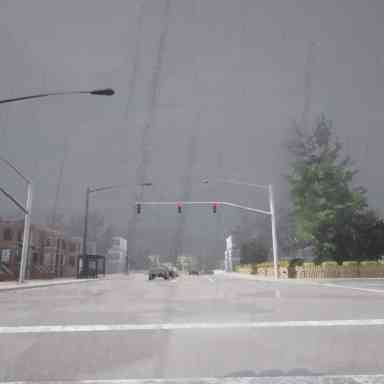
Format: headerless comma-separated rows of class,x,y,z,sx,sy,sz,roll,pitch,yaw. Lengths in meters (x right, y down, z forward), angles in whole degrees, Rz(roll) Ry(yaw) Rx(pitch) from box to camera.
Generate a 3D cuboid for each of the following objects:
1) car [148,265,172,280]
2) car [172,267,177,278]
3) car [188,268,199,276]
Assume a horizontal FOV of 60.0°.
car,-3.494,8.613,35.594,1.837,1.490,4.892,-1,-13,0
car,-3.443,11.052,45.555,1.895,1.301,4.718,-1,-13,0
car,0.316,14.644,61.313,2.033,1.411,5.357,-1,-13,0
